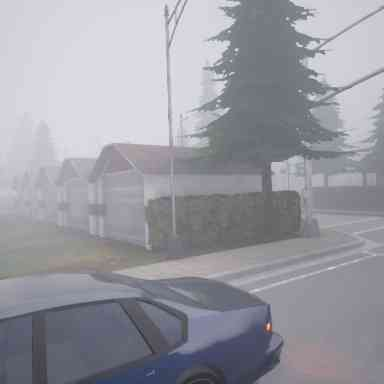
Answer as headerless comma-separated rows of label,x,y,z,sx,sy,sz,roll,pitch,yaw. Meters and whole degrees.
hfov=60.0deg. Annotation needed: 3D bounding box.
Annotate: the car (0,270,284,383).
car,-1.576,1.536,2.846,5.357,1.411,2.033,-2,1,-34
